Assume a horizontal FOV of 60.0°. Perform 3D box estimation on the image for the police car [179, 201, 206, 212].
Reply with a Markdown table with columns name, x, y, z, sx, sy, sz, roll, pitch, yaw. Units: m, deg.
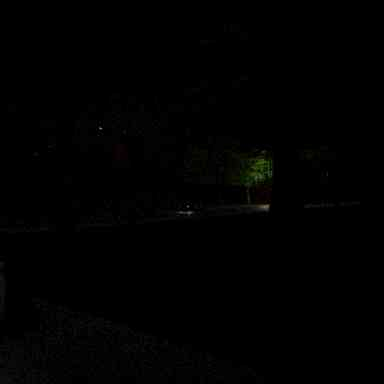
| name | x | y | z | sx | sy | sz | roll | pitch | yaw |
| --- | --- | --- | --- | --- | --- | --- | --- | --- | --- |
| police car | 0.036 | 2.130 | 49.782 | 2.038 | 1.542 | 4.974 | -2 | -2 | 36 |
